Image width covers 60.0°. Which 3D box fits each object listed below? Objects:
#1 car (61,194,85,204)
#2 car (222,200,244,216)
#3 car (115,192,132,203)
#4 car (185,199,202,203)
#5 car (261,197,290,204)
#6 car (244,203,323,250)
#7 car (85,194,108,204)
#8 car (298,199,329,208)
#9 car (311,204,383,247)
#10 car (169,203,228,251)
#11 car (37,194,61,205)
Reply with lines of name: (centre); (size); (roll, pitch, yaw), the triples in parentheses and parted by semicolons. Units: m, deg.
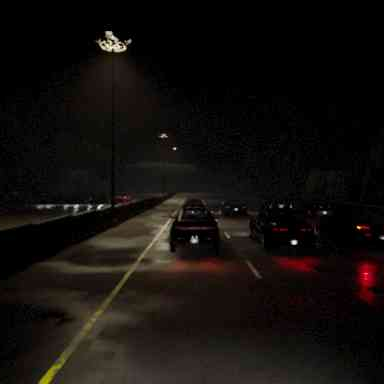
car: (-17.445, 1.018, 49.845); (1.837, 1.490, 4.892); (0, 1, 0)
car: (3.647, 1.394, 29.400); (1.994, 1.385, 4.181); (0, 1, 0)
car: (-10.448, 0.865, 49.799); (2.097, 1.767, 4.553); (0, 1, 0)
car: (0.145, 1.340, 29.061); (1.837, 1.490, 4.892); (0, 1, 0)
car: (7.142, 1.190, 28.615); (2.097, 1.767, 4.553); (0, 0, 1)
car: (3.607, 1.473, 14.078); (1.837, 1.490, 4.892); (0, 1, 0)
car: (-13.948, 1.019, 49.835); (1.837, 1.490, 4.892); (0, 1, 0)
car: (10.645, 1.342, 29.017); (1.837, 1.490, 4.892); (0, 1, 0)
car: (7.111, 1.489, 14.657); (1.812, 1.442, 4.674); (0, 0, 0)
car: (0.105, 1.458, 13.932); (2.128, 1.511, 4.902); (0, 0, 1)
car: (-20.942, 1.067, 49.385); (2.033, 1.411, 5.357); (0, 1, 1)
